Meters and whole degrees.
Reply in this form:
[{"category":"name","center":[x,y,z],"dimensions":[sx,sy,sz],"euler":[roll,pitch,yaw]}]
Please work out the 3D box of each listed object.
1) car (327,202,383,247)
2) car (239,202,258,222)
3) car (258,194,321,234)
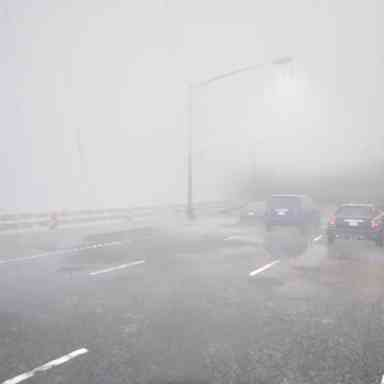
[{"category":"car","center":[7.630,1.301,15.230],"dimensions":[2.097,1.767,4.553],"euler":[0,0,32]},{"category":"car","center":[5.039,1.465,25.075],"dimensions":[1.994,1.385,4.181],"euler":[0,0,27]},{"category":"car","center":[5.845,1.150,19.006],"dimensions":[2.150,2.045,5.566],"euler":[0,0,30]}]
